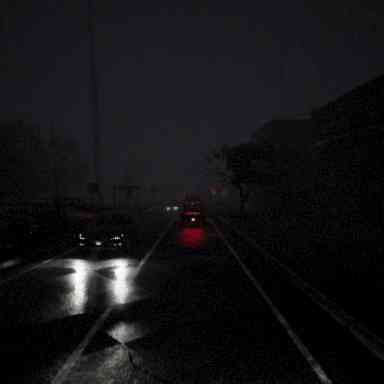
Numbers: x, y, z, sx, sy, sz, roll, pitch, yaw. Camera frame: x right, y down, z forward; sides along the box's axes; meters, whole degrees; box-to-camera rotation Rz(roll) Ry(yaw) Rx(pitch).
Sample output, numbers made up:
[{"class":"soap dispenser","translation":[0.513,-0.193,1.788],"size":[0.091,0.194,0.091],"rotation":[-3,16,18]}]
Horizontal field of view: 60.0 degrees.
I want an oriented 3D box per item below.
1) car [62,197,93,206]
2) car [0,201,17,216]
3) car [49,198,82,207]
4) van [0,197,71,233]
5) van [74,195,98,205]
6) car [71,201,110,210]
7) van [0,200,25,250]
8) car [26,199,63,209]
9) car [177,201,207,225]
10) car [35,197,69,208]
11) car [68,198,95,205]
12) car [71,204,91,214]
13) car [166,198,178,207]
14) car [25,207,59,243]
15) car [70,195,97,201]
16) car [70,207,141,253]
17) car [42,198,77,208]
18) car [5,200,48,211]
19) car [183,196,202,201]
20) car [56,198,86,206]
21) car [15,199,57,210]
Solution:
[{"class":"car","translation":[-21.984,1.853,64.027],"size":[5.366,1.575,1.946],"rotation":[0,0,0]},{"class":"car","translation":[-22.080,1.751,36.273],"size":[4.792,1.488,2.163],"rotation":[0,0,0]},{"class":"car","translation":[-22.152,1.828,58.477],"size":[4.892,1.521,2.231],"rotation":[0,0,0]},{"class":"van","translation":[-9.106,1.410,17.661],"size":[4.442,1.987,1.878],"rotation":[0,0,0]},{"class":"van","translation":[-22.065,1.660,69.578],"size":[4.442,1.987,1.878],"rotation":[0,0,0]},{"class":"car","translation":[-8.816,1.658,23.266],"size":[5.366,1.575,1.946],"rotation":[0,0,0]},{"class":"van","translation":[-8.860,1.383,12.051],"size":[4.442,1.987,1.878],"rotation":[0,0,0]},{"class":"car","translation":[-22.138,1.826,50.151],"size":[4.674,1.452,2.002],"rotation":[0,0,0]},{"class":"car","translation":[0.078,1.689,25.552],"size":[1.837,1.490,4.892],"rotation":[0,0,0]},{"class":"car","translation":[-22.177,1.674,52.927],"size":[4.553,1.767,2.185],"rotation":[0,0,0]},{"class":"car","translation":[-22.206,1.900,66.803],"size":[4.792,1.488,2.163],"rotation":[0,0,0]},{"class":"car","translation":[-8.998,1.689,20.463],"size":[4.674,1.452,2.002],"rotation":[0,0,0]},{"class":"car","translation":[-3.346,1.800,57.047],"size":[2.033,1.411,5.357],"rotation":[0,0,1]},{"class":"car","translation":[-8.977,1.623,14.856],"size":[5.008,1.535,2.097],"rotation":[0,0,0]},{"class":"car","translation":[-8.979,1.423,26.071],"size":[5.566,2.045,2.435],"rotation":[0,0,0]},{"class":"car","translation":[-3.361,1.621,14.347],"size":[1.837,1.490,4.892],"rotation":[0,0,0]},{"class":"car","translation":[-22.158,1.813,55.702],"size":[5.008,1.535,2.097],"rotation":[0,0,0]},{"class":"car","translation":[-22.124,1.800,44.598],"size":[4.674,1.452,2.002],"rotation":[0,0,0]},{"class":"car","translation":[0.061,1.474,41.546],"size":[2.150,2.045,5.566],"rotation":[0,-1,0]},{"class":"car","translation":[-22.193,1.871,61.252],"size":[4.792,1.488,2.163],"rotation":[0,0,0]},{"class":"car","translation":[-22.129,1.772,47.376],"size":[5.008,1.535,2.097],"rotation":[0,0,0]}]
